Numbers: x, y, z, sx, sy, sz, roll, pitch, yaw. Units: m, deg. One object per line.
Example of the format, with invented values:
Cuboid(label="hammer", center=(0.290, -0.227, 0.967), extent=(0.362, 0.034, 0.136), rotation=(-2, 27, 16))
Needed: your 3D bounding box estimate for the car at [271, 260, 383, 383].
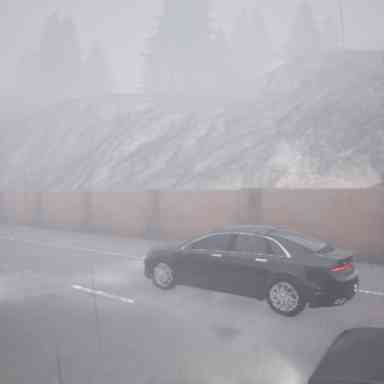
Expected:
Cuboid(label="car", center=(3.327, 1.536, 1.621), extent=(5.357, 1.411, 2.033), rotation=(0, 0, 36))

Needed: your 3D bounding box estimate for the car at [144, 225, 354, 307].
Cuboid(label="car", center=(1.055, 1.524, 7.554), extent=(4.892, 1.490, 1.837), rotation=(0, 0, 35))
